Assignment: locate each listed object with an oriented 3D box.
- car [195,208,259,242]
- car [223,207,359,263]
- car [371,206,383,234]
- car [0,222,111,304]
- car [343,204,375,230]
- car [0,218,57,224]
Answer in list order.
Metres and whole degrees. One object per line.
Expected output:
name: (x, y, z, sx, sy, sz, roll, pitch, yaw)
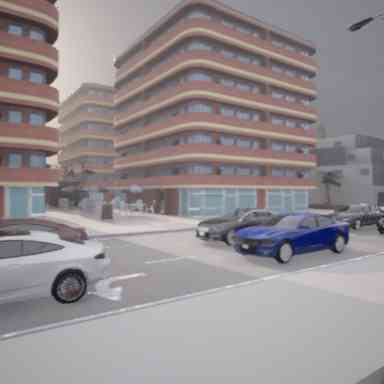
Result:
car: (2.425, 1.507, 15.522, 4.902, 1.511, 2.128, 0, 0, -35)
car: (3.758, 1.492, 12.181, 5.008, 1.535, 1.882, 0, 0, -35)
car: (11.839, 1.591, 17.897, 4.181, 1.385, 1.994, 0, 0, -35)
car: (-3.993, 1.525, 6.659, 4.674, 1.442, 1.812, 0, 0, -35)
car: (10.543, 1.534, 21.283, 4.892, 1.490, 1.837, 0, 0, -35)
car: (-5.439, 1.525, 9.922, 4.674, 1.442, 1.812, 0, 0, -36)
